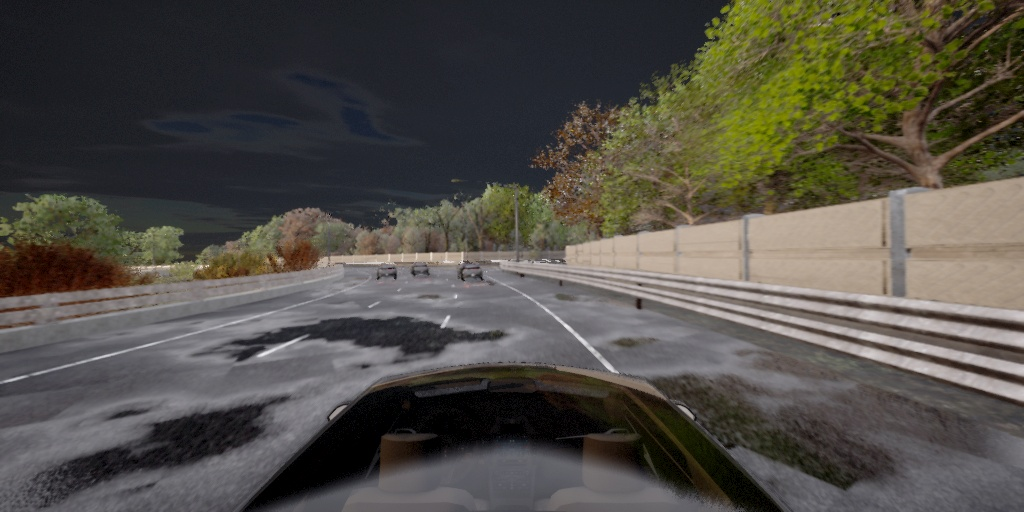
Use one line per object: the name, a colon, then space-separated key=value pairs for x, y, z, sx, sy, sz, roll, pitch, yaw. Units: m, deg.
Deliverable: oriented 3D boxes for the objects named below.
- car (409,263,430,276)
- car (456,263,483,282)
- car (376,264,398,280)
car: x=-10.808 y=1.513 z=41.871 sx=2.128 sy=1.511 sz=4.902 roll=-1 pitch=0 yaw=-21
car: x=-3.731 y=1.357 z=31.240 sx=2.128 sy=1.511 sz=4.902 roll=-1 pitch=0 yaw=-14
car: x=-12.441 y=1.538 z=35.875 sx=2.128 sy=1.511 sz=4.902 roll=-1 pitch=0 yaw=-18
